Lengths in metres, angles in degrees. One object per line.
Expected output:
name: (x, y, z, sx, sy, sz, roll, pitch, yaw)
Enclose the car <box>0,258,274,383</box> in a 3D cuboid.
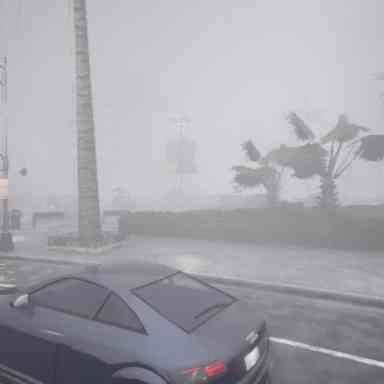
car: (-1.131, 1.594, 4.248, 4.181, 1.385, 1.994, -1, 0, 31)
